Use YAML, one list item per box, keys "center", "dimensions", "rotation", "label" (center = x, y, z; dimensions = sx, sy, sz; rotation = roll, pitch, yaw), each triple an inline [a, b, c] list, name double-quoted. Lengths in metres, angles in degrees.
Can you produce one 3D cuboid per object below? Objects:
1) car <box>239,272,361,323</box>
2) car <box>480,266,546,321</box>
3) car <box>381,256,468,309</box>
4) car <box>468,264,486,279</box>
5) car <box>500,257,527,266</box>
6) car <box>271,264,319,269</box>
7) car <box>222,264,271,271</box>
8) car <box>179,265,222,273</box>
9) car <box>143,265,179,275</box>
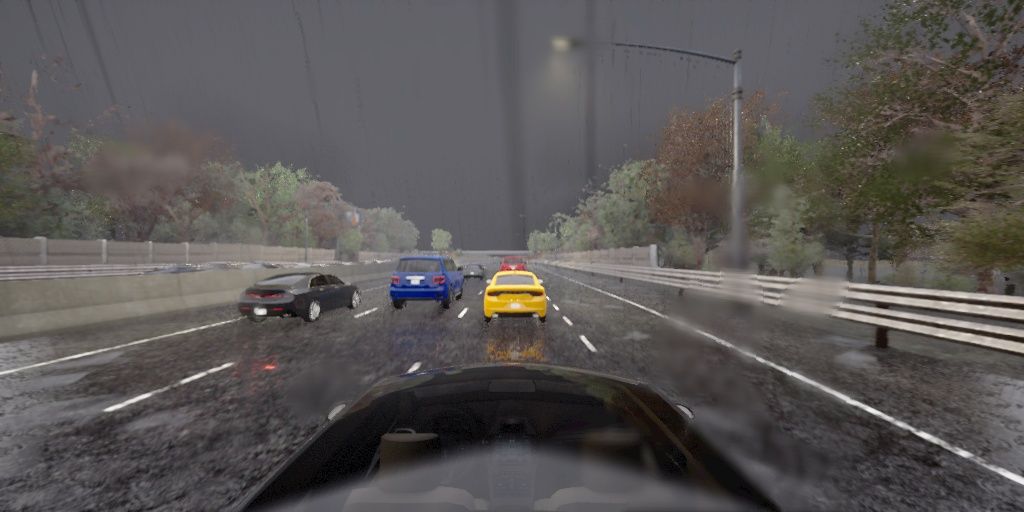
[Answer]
- center: [-6.902, 1.294, 12.278]
  dimensions: [1.837, 1.490, 4.892]
  rotation: [0, 0, 0]
  label: "car"
- center: [0.099, 1.268, 12.633]
  dimensions: [1.882, 1.535, 5.008]
  rotation: [0, 0, 0]
  label: "car"
- center: [-3.401, 1.022, 15.288]
  dimensions: [2.150, 2.045, 5.566]
  rotation: [0, 0, 0]
  label: "car"
- center: [-3.404, 1.439, 32.729]
  dimensions: [1.994, 1.385, 4.181]
  rotation: [0, 0, 0]
  label: "car"
- center: [0.092, 1.091, 31.467]
  dimensions: [2.150, 2.045, 5.566]
  rotation: [0, 0, 0]
  label: "car"
- center: [-17.593, 1.391, 30.197]
  dimensions: [1.812, 1.442, 4.674]
  rotation: [0, 0, 0]
  label: "car"
- center: [-21.101, 1.389, 29.772]
  dimensions: [1.812, 1.442, 4.674]
  rotation: [0, 0, 0]
  label: "car"
- center: [-24.599, 1.428, 29.876]
  dimensions: [1.994, 1.385, 4.181]
  rotation: [0, 0, 0]
  label: "car"
- center: [-28.099, 1.428, 29.853]
  dimensions: [1.994, 1.385, 4.181]
  rotation: [0, 0, 0]
  label: "car"
